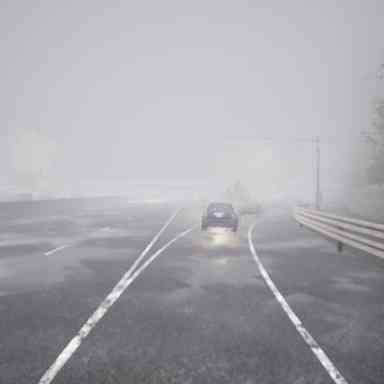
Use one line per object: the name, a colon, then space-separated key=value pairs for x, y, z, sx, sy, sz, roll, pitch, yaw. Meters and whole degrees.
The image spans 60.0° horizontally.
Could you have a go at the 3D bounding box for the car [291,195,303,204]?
car: x=22.850 y=1.807 z=72.812 sx=1.812 sy=1.442 sz=4.674 roll=0 pitch=3 yaw=21

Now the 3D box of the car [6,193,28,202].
car: x=-28.006 y=1.195 z=54.526 sx=2.150 sy=2.045 sz=5.566 roll=0 pitch=0 yaw=1

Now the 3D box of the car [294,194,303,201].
car: x=26.359 y=1.273 z=82.319 sx=1.895 sy=1.301 sz=4.718 roll=0 pitch=4 yaw=19

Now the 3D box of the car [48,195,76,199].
car: x=-21.028 y=1.539 z=54.021 sx=1.994 sy=1.385 sz=4.181 roll=0 pitch=0 yaw=1

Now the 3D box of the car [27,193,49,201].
car: x=-24.513 y=1.327 z=54.748 sx=2.097 sy=1.767 sz=4.553 roll=0 pitch=0 yaw=1

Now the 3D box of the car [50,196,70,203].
car: x=-27.976 y=1.520 z=70.699 sx=2.033 sy=1.411 sz=5.357 roll=0 pitch=0 yaw=0

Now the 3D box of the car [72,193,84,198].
car: x=-24.476 y=1.206 z=70.820 sx=2.150 sy=2.045 sz=5.566 roll=0 pitch=0 yaw=0

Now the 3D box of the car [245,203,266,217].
car: x=6.856 y=1.952 z=36.994 sx=2.033 sy=1.411 sz=5.357 roll=0 pitch=-1 yaw=23

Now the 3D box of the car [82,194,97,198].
car: x=-20.977 y=1.505 z=70.253 sx=1.812 sy=1.442 sz=4.674 roll=0 pitch=0 yaw=0

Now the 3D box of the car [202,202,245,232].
car: x=1.982 y=1.393 z=21.012 sx=2.097 sy=1.767 sz=4.553 roll=1 pitch=0 yaw=12
